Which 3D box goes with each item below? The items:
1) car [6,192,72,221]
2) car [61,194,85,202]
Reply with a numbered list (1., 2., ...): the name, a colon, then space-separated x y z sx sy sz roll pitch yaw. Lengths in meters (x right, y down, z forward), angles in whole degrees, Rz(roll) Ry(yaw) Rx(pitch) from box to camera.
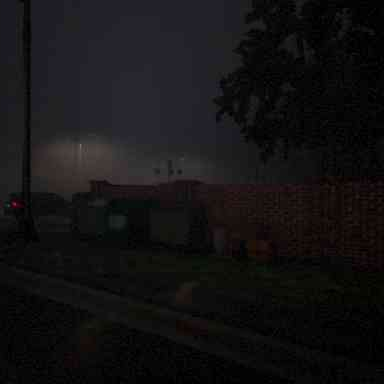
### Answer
1. car: -11.137 1.054 25.500 2.150 2.045 5.566 1 0 40
2. car: -22.292 1.067 62.289 1.970 1.475 3.806 1 0 36
